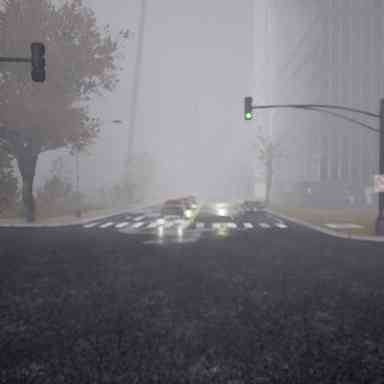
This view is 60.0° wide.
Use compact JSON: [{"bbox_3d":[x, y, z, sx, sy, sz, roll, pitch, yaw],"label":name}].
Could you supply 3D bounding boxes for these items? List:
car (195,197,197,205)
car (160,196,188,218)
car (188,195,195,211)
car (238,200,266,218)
[{"bbox_3d":[-0.239,1.263,53.285,1.882,1.535,5.008,0,0,4],"label":"car"},{"bbox_3d":[-1.606,1.357,29.255,1.882,1.535,5.008,0,0,2],"label":"car"},{"bbox_3d":[-1.049,1.318,39.197,1.882,1.535,5.008,0,0,3],"label":"car"},{"bbox_3d":[5.034,1.397,28.137,2.033,1.411,5.357,0,0,3],"label":"car"}]
